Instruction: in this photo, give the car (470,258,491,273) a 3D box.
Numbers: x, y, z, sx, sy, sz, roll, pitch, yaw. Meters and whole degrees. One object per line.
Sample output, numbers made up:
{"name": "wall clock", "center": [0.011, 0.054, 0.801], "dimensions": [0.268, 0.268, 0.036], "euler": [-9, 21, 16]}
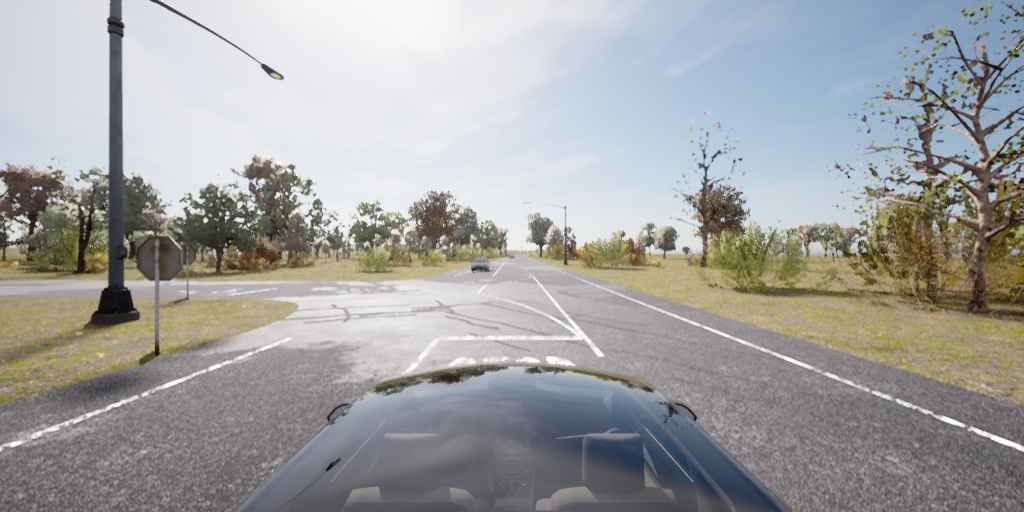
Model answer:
{"name": "car", "center": [-3.413, 0.997, 39.338], "dimensions": [1.837, 1.490, 4.892], "euler": [0, 0, 0]}
